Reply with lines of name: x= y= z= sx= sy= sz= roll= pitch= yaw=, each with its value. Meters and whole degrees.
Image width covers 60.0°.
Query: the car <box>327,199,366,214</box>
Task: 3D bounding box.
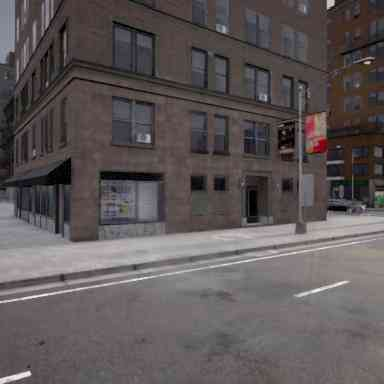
car: x=15.641 y=1.485 z=34.974 sx=2.128 sy=1.511 sz=4.902 roll=0 pitch=0 yaw=-35

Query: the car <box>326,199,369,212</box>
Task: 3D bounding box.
car: x=18.713 y=1.580 z=40.134 sx=1.947 sy=1.339 sz=4.313 roll=0 pitch=0 yaw=-35
